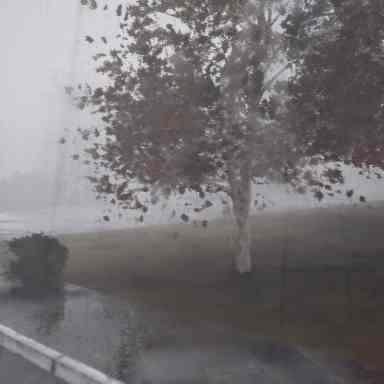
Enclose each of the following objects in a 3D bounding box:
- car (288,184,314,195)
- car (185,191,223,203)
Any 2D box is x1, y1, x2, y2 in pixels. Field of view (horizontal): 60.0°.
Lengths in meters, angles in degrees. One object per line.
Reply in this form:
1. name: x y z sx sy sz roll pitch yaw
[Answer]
1. car: 16.328 -0.454 48.858 4.718 1.301 1.895 -3 2 -25
2. car: 1.787 0.523 40.869 5.357 1.411 2.033 -3 3 -32
